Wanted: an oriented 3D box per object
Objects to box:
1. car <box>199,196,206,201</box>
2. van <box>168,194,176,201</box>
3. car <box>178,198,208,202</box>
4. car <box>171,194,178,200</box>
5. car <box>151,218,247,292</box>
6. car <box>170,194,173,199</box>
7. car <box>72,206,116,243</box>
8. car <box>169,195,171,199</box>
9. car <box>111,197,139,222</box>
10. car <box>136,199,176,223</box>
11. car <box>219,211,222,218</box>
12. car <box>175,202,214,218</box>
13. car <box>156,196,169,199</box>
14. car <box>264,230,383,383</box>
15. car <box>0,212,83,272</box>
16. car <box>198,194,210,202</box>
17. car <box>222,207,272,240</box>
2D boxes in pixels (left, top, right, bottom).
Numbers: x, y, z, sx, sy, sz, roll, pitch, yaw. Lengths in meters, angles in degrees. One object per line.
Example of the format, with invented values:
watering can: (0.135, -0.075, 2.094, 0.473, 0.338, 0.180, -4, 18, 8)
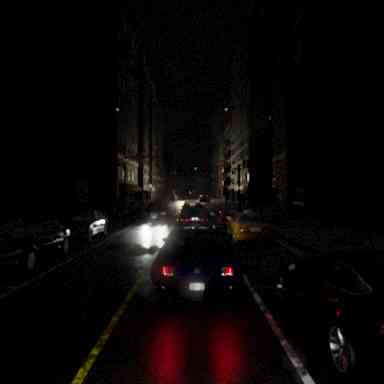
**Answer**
car: (2.900, 1.696, 91.610, 2.008, 1.369, 4.403, 0, 0, 0)
van: (-5.141, 1.479, 86.185, 1.690, 1.788, 3.998, 0, 0, 0)
car: (-0.026, 1.530, 28.396, 1.882, 1.535, 5.008, 0, 0, -3)
car: (-5.156, 1.697, 80.731, 1.947, 1.339, 4.313, 0, 0, 0)
car: (0.126, 1.620, 8.918, 1.895, 1.301, 4.718, 0, 0, 0)
car: (-5.204, 1.636, 64.199, 1.752, 1.417, 4.829, 0, 0, 0)
car: (-5.342, 1.583, 16.173, 2.008, 1.369, 4.403, 0, 0, 0)
car: (-5.219, 1.648, 58.916, 1.887, 1.381, 4.507, 0, 0, 0)
car: (-5.311, 1.365, 26.998, 2.192, 1.841, 5.009, 0, 0, 0)
car: (-2.688, 1.542, 26.020, 2.128, 1.511, 4.902, 0, 0, 0)
car: (2.698, 1.623, 21.553, 1.802, 1.307, 4.206, 0, 0, 0)
car: (0.154, 1.540, 18.255, 1.837, 1.490, 4.892, 0, 0, 0)
car: (-5.235, 1.645, 53.461, 2.008, 1.369, 4.403, 0, 0, 0)
car: (2.651, 1.578, 5.315, 1.947, 1.339, 4.313, 0, 0, 0)
car: (-5.358, 1.573, 10.760, 2.008, 1.369, 4.403, 0, 0, 0)
car: (2.837, 1.558, 69.793, 1.967, 1.590, 4.097, 0, 0, 0)
car: (2.683, 1.558, 16.311, 1.752, 1.417, 4.829, 0, 0, 0)
